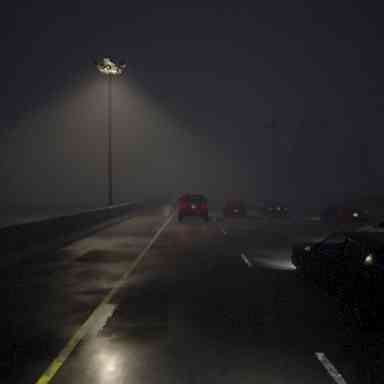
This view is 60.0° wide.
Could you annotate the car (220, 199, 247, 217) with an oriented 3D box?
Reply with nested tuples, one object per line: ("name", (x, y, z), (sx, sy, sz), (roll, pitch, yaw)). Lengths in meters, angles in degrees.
("car", (3.595, 1.344, 29.453), (1.882, 1.535, 5.008), (0, 0, 0))

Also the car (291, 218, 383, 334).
("car", (3.597, 1.517, 6.616), (2.033, 1.411, 5.357), (0, 0, 0))

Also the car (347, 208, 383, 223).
("car", (7.098, 1.477, 10.734), (1.812, 1.442, 4.674), (0, 0, 0))

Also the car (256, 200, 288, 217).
("car", (7.096, 1.413, 29.833), (2.033, 1.411, 5.357), (0, 0, 0))

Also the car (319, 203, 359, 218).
("car", (10.595, 1.457, 23.554), (1.994, 1.385, 4.181), (0, 0, 0))

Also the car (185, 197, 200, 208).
("car", (0.095, 1.396, 45.407), (1.895, 1.301, 4.718), (0, 0, 0))

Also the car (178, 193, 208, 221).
("car", (0.097, 1.106, 25.863), (2.150, 2.045, 5.566), (0, 0, 0))
